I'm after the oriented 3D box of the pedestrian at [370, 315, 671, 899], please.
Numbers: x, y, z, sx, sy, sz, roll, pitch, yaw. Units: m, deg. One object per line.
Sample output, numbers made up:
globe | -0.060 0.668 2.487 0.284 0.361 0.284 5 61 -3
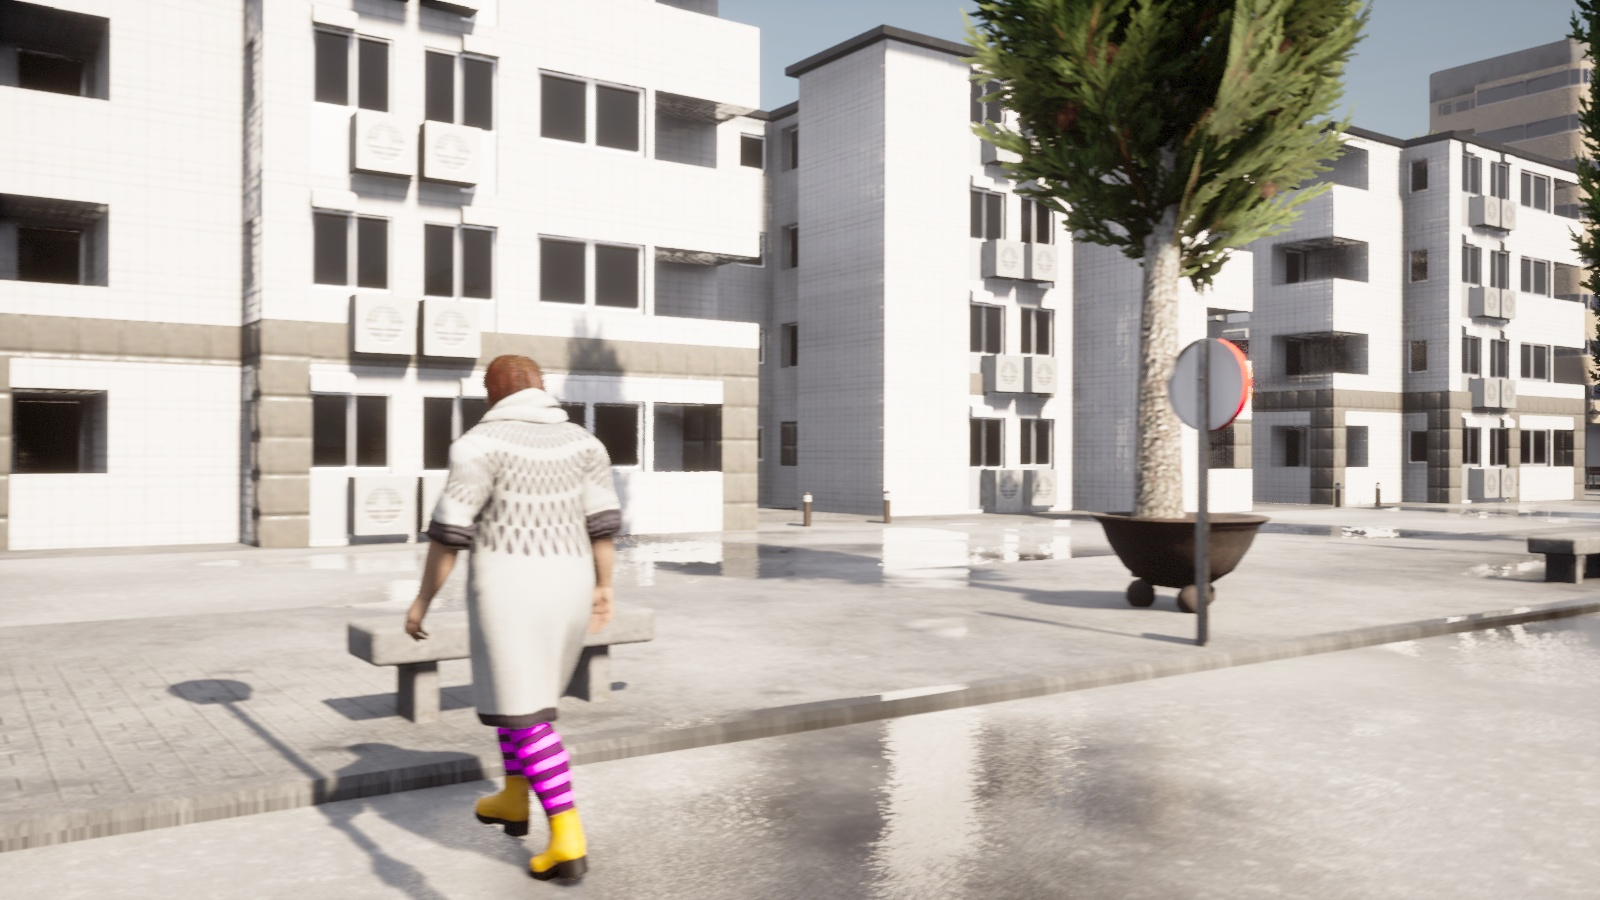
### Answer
pedestrian | -1.006 0.551 4.507 0.873 1.952 0.659 0 0 40
